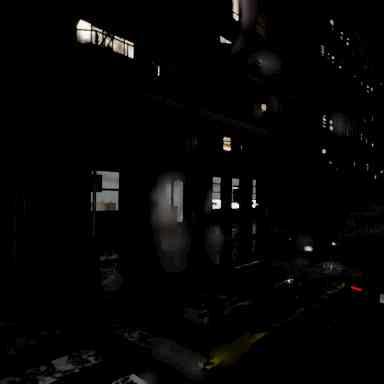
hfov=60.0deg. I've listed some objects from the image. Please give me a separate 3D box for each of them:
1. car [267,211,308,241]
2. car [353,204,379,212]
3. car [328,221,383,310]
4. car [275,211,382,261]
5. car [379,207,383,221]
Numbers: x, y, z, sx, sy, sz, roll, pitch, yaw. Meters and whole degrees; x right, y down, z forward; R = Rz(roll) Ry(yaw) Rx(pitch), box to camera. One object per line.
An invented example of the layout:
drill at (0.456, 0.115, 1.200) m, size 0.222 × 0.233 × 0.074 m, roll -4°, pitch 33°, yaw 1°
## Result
car at (5.221, 1.594, 15.833) m, size 1.802 × 1.307 × 4.206 m, roll 1°, pitch 1°, yaw 43°
car at (12.650, 1.542, 23.827) m, size 1.752 × 1.417 × 4.829 m, roll 1°, pitch 1°, yaw 43°
car at (4.676, 1.531, 6.907) m, size 1.812 × 1.442 × 4.674 m, roll 0°, pitch 0°, yaw 43°
car at (4.943, 1.573, 11.749) m, size 1.994 × 1.385 × 4.181 m, roll 0°, pitch 0°, yaw 43°
car at (13.936, 1.493, 21.418) m, size 1.882 × 1.535 × 5.008 m, roll 0°, pitch 0°, yaw 43°
